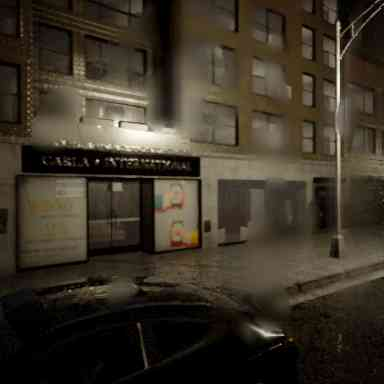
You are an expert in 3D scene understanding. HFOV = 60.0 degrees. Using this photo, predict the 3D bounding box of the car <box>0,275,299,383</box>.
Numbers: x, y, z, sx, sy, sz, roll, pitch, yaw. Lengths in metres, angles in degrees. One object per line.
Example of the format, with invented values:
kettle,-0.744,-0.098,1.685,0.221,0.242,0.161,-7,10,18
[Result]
car,-1.085,1.523,2.606,4.674,1.442,1.812,0,0,-35
